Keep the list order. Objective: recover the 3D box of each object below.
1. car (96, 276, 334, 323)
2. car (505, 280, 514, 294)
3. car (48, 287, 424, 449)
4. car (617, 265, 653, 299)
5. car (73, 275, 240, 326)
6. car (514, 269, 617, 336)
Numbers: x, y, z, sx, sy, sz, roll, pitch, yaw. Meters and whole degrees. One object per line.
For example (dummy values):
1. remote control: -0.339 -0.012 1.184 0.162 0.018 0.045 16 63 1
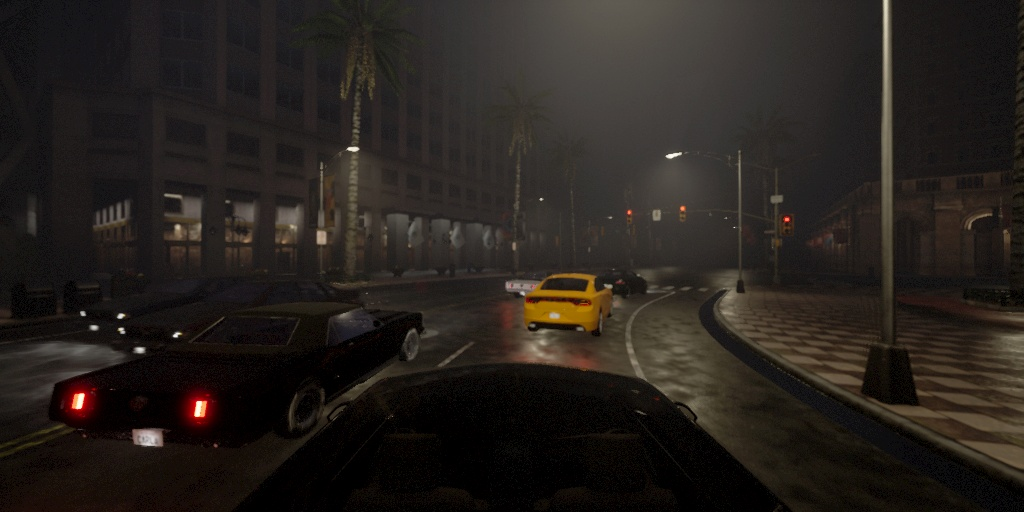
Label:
1. car: -6.036 1.308 9.009 2.033 1.411 5.357 0 0 14
2. car: 1.744 1.399 18.083 1.895 1.301 4.718 0 0 35
3. car: -2.984 1.356 5.422 1.895 1.301 4.718 0 0 7
4. car: 5.623 1.371 18.793 1.994 1.385 4.181 0 0 37
5. car: -9.111 1.308 10.985 2.033 1.411 5.357 0 0 16
6. car: 1.868 1.256 10.701 1.882 1.535 5.008 0 0 21
